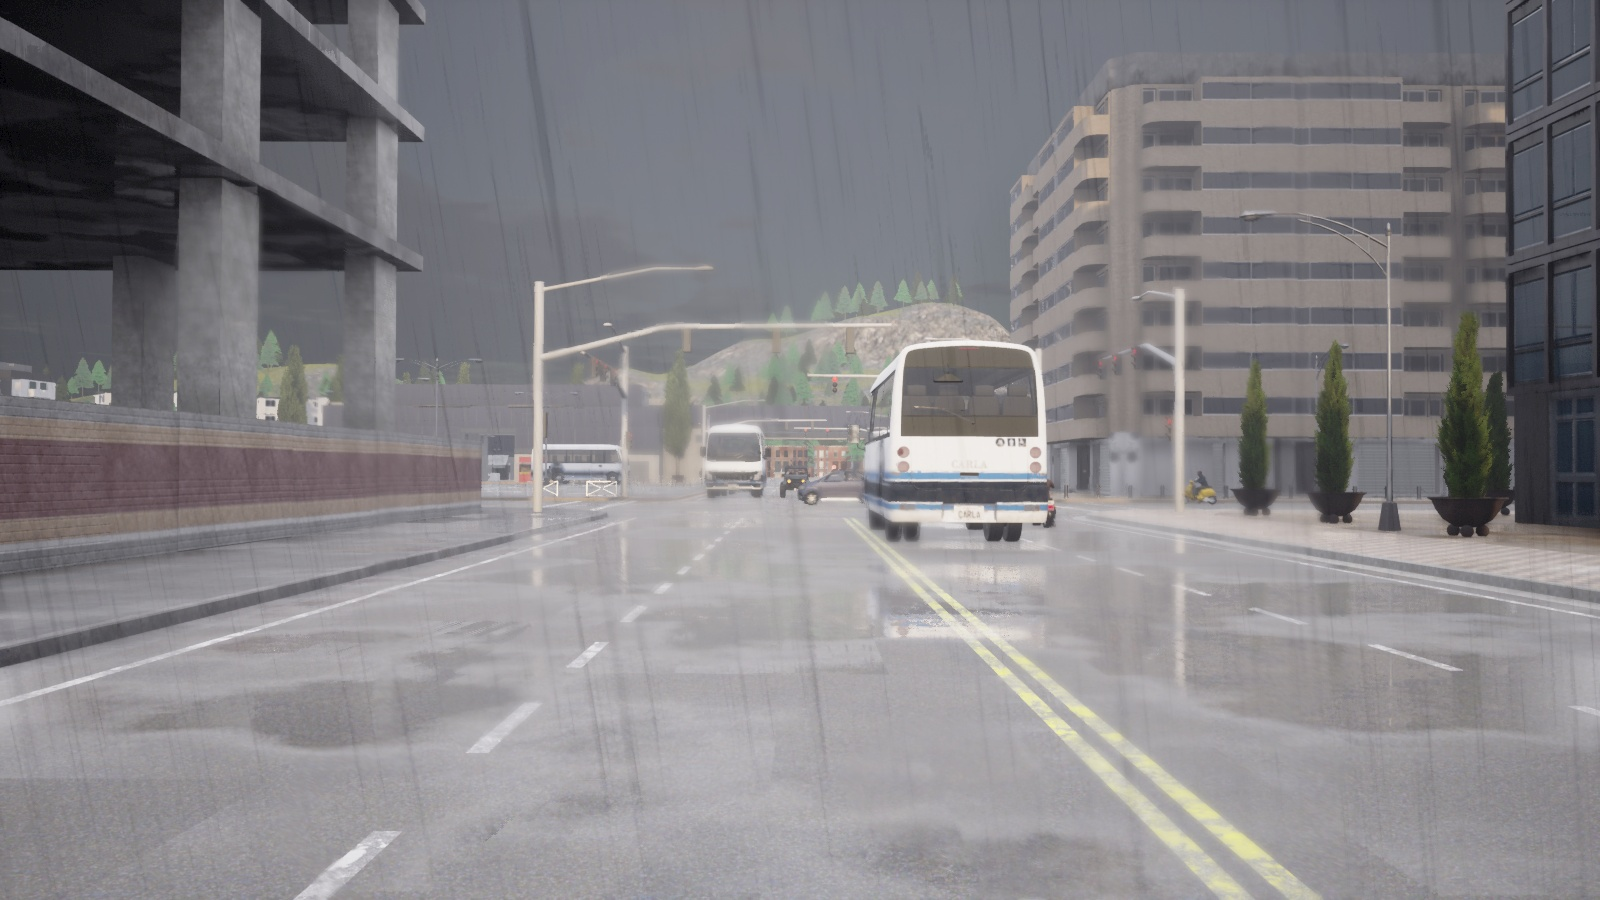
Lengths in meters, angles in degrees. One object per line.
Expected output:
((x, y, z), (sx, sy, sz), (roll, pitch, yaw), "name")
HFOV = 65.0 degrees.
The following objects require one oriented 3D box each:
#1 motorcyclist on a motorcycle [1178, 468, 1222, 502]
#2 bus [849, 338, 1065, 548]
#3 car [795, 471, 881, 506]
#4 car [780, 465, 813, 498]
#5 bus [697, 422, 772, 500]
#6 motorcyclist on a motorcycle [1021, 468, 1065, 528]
((18.928, 1.633, 59.455), (1.817, 1.590, 0.866), (0, -1, -1), "motorcyclist on a motorcycle")
((3.410, -0.060, 30.769), (3.944, 4.253, 10.273), (0, -1, 0), "bus")
((1.668, 1.689, 55.649), (3.705, 1.549, 1.789), (0, -1, -1), "car")
((-0.204, 1.853, 74.108), (1.905, 1.878, 3.866), (0, -1, 0), "car")
((-3.709, 0.698, 74.342), (3.944, 4.253, 10.273), (0, -1, 0), "bus")
((6.902, 1.336, 35.735), (0.766, 1.649, 2.350), (0, -1, 0), "motorcyclist on a motorcycle")
